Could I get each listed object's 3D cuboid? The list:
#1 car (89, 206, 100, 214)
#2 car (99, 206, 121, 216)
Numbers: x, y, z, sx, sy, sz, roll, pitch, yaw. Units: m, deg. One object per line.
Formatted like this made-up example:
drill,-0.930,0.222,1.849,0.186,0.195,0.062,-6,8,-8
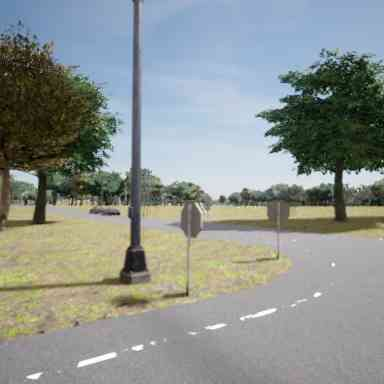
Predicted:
car,-17.176,3.306,60.751,2.033,1.411,5.357,2,-2,-33
car,-13.343,3.207,54.992,1.994,1.385,4.181,2,-2,-33
